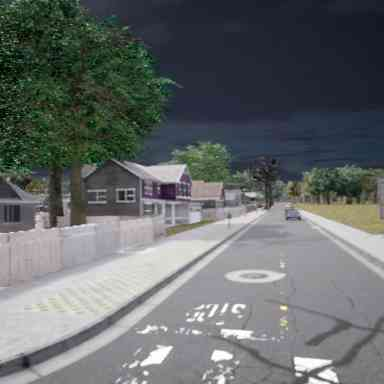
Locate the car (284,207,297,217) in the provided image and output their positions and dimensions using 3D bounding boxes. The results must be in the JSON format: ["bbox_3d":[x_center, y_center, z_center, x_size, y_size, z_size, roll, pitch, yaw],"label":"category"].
[{"bbox_3d":[15.723,3.163,53.044,1.837,1.490,4.892,-2,-2,15],"label":"car"}]

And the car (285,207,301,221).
[{"bbox_3d":[12.983,2.882,42.743,2.033,1.411,5.357,-2,-2,15],"label":"car"}]
